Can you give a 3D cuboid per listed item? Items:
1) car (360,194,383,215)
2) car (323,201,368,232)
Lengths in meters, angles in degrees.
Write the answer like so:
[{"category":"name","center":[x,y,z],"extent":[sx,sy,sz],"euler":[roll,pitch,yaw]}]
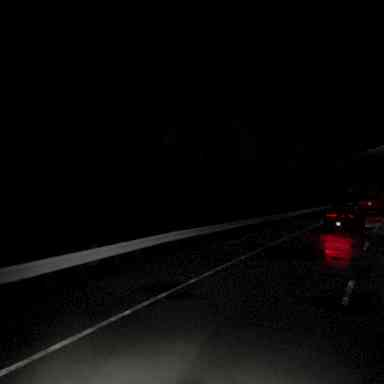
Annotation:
[{"category":"car","center":[18.440,1.215,33.793],"extent":[2.150,2.045,5.566],"euler":[0,0,35]},{"category":"car","center":[9.266,1.498,20.123],"extent":[1.837,1.490,4.892],"euler":[0,-1,32]}]
